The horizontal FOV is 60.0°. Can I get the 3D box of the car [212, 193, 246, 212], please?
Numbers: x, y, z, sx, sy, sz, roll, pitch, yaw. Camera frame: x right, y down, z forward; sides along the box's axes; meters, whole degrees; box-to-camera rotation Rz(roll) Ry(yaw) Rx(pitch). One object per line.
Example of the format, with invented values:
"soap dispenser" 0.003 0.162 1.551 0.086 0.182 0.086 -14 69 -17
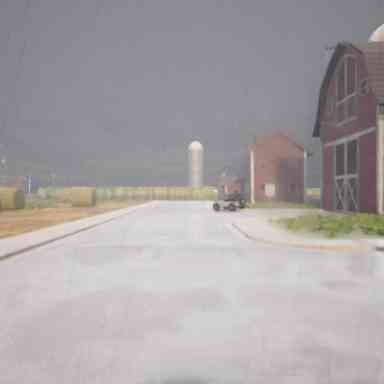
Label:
"car" 4.156 1.127 37.175 1.905 1.878 3.866 -8 3 -42
